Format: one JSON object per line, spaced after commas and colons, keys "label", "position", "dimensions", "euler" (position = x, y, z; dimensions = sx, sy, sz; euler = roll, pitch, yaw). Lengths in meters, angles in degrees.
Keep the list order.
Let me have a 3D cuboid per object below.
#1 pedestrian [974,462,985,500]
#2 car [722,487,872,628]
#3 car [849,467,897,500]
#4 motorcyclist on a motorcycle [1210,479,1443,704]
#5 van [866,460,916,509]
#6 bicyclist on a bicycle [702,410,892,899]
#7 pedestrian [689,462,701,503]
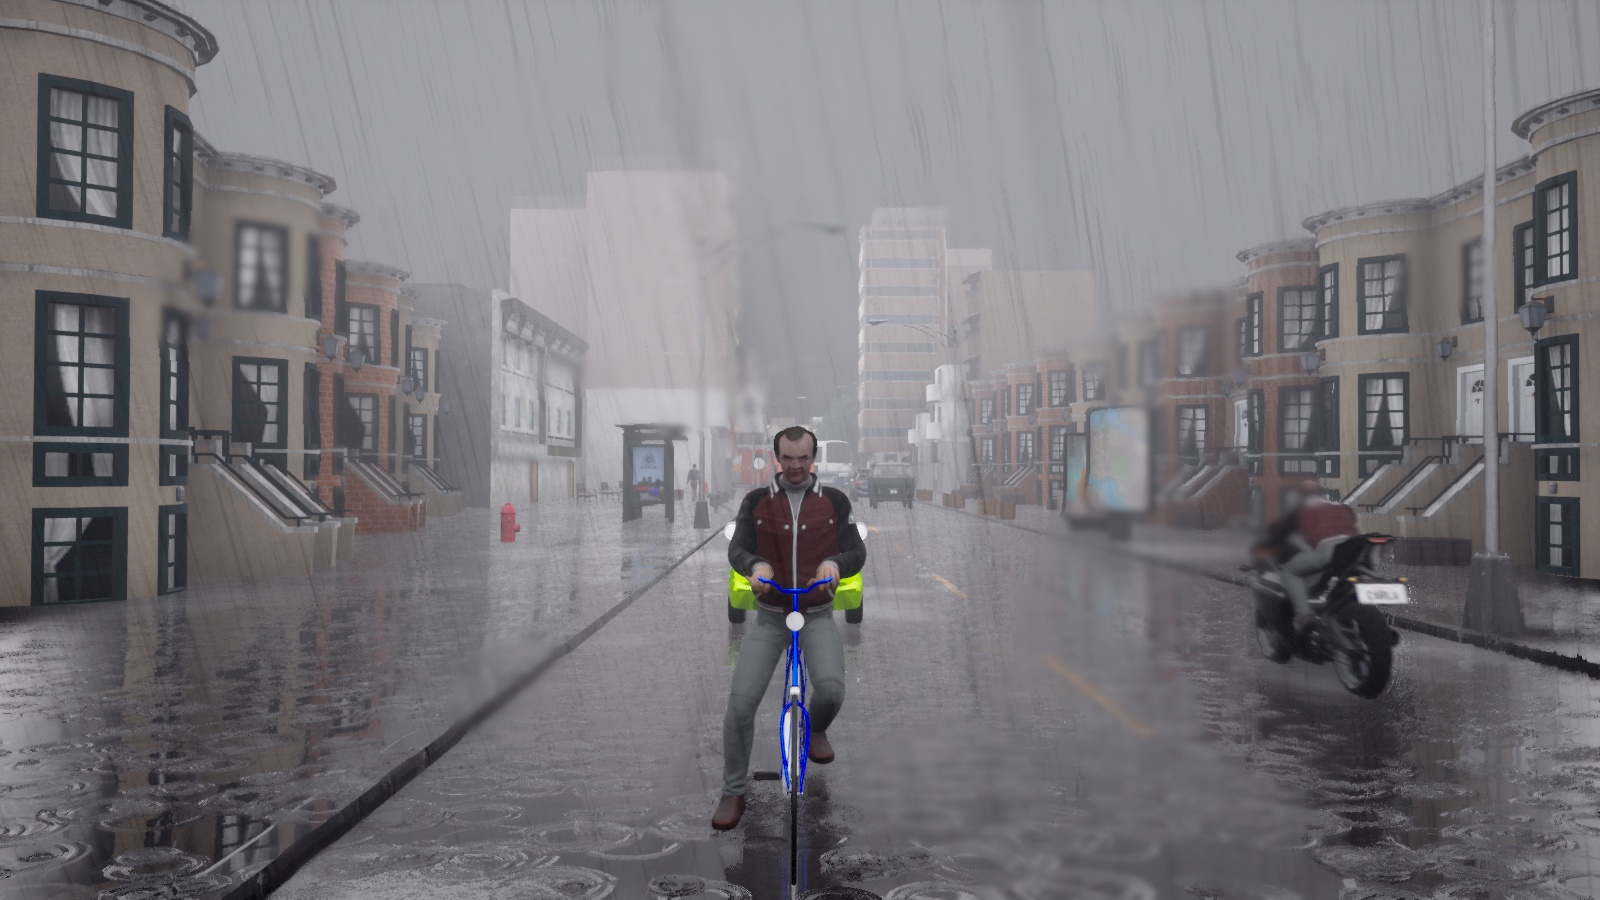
{"label": "pedestrian", "position": [9.144, 1.561, 64.061], "dimensions": [0.396, 1.930, 0.692], "euler": [0, -1, -5]}
{"label": "car", "position": [-0.036, 1.096, 13.555], "dimensions": [1.481, 1.376, 2.207], "euler": [0, -1, 0]}
{"label": "car", "position": [3.813, 1.760, 66.666], "dimensions": [2.242, 1.667, 4.611], "euler": [0, -1, 0]}
{"label": "motorcyclist on a motorcycle", "position": [3.973, 0.997, 9.723], "dimensions": [0.866, 1.530, 2.191], "euler": [0, -1, 0]}
{"label": "van", "position": [3.856, 1.452, 53.753], "dimensions": [1.775, 1.987, 4.442], "euler": [0, -1, 0]}
{"label": "bicyclist on a bicycle", "position": [-0.015, 0.774, 5.306], "dimensions": [0.659, 1.776, 1.843], "euler": [0, -2, 0]}
{"label": "pedestrian", "position": [-5.057, 1.554, 60.279], "dimensions": [0.423, 1.949, 0.788], "euler": [0, -1, 7]}
